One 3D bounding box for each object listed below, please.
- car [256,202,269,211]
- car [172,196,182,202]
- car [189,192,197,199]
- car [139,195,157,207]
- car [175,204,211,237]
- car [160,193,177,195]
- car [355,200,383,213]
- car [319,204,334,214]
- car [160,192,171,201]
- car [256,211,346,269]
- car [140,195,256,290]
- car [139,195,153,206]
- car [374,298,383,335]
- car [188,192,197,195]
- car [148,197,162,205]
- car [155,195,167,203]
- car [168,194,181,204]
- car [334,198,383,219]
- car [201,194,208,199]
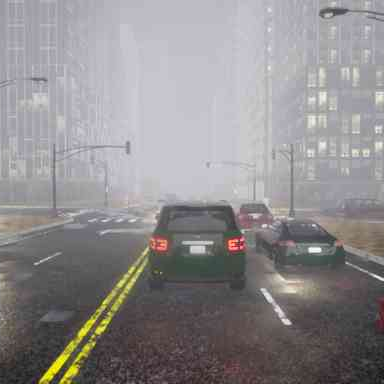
[{"bbox_3d":[3.381,1.341,19.740,2.097,1.767,4.553,0,0,0],"label":"car"},{"bbox_3d":[-3.137,1.530,71.616,1.895,1.301,4.718,0,0,0],"label":"car"},{"bbox_3d":[0.146,0.960,91.684,2.150,2.045,5.566,0,0,0],"label":"car"},{"bbox_3d":[-6.543,1.314,49.968,2.097,1.767,4.553,0,0,1],"label":"car"},{"bbox_3d":[0.127,1.515,18.880,1.812,1.442,4.674,0,0,2],"label":"car"},{"bbox_3d":[-3.281,1.182,51.752,2.150,2.045,5.566,0,0,-1],"label":"car"},{"bbox_3d":[21.871,1.639,38.698,4.829,1.417,1.752,1,0,1],"label":"car"},{"bbox_3d":[16.780,1.659,36.197,5.357,1.411,2.033,0,1,1],"label":"car"},{"bbox_3d":[-6.373,1.148,79.782,2.150,2.045,5.566,0,0,0],"label":"car"},{"bbox_3d":[3.368,1.558,11.126,1.994,1.385,4.181,0,0,0],"label":"car"},{"bbox_3d":[0.116,1.217,9.198,2.150,2.045,5.566,0,0,0],"label":"car"},{"bbox_3d":[-3.557,1.443,37.412,4.674,1.442,1.812,0,2,-40],"label":"car"},{"bbox_3d":[3.354,1.600,2.302,1.895,1.301,4.718,0,0,0],"label":"car"},{"bbox_3d":[0.131,1.436,81.655,1.812,1.442,4.674,0,0,0],"label":"car"},{"bbox_3d":[-6.478,1.552,58.958,1.895,1.301,4.718,0,0,0],"label":"car"},{"bbox_3d":[-6.390,1.415,69.212,1.882,1.535,5.008,0,0,0],"label":"car"},{"bbox_3d":[-3.216,1.300,61.563,2.097,1.767,4.553,0,0,0],"label":"car"},{"bbox_3d":[16.249,1.517,30.421,5.009,1.841,2.192,1,0,1],"label":"car"},{"bbox_3d":[3.397,1.213,91.648,1.882,1.535,5.008,0,0,0],"label":"car"}]
